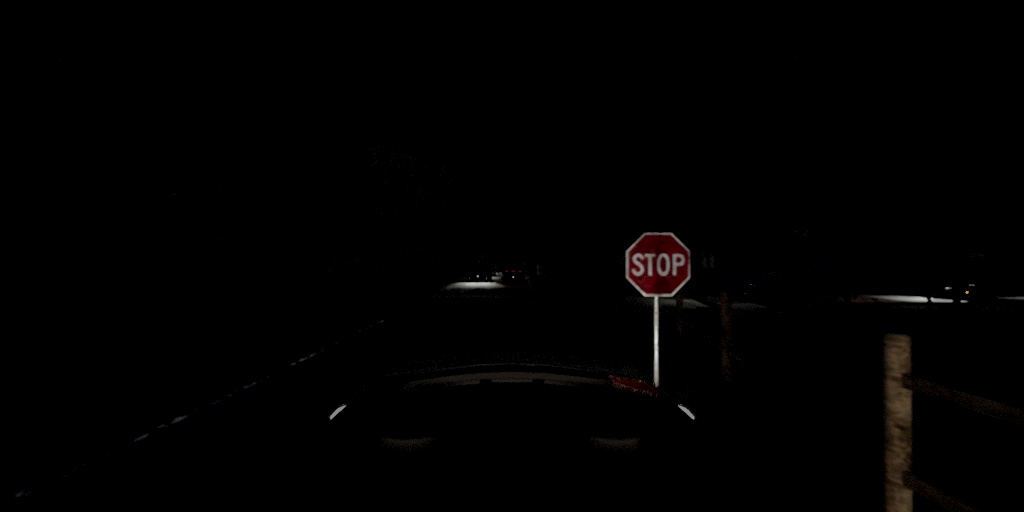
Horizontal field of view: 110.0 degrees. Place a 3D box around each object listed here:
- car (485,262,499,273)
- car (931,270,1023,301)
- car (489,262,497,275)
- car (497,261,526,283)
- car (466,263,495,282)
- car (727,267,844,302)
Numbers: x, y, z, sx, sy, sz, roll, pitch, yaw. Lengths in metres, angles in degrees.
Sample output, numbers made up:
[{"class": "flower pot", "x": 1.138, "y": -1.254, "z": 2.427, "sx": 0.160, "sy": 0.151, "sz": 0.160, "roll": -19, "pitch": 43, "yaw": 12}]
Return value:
[{"class": "car", "x": -2.809, "y": 1.615, "z": 50.961, "sx": 1.812, "sy": 1.442, "sz": 4.674, "roll": 0, "pitch": 0, "yaw": 0}, {"class": "car", "x": 22.649, "y": 1.340, "z": 17.035, "sx": 4.181, "sy": 1.385, "sz": 1.994, "roll": 0, "pitch": -1, "yaw": 0}, {"class": "car", "x": -2.825, "y": 1.532, "z": 40.733, "sx": 1.837, "sy": 1.490, "sz": 4.892, "roll": 0, "pitch": 0, "yaw": 0}, {"class": "car", "x": 0.107, "y": 1.452, "z": 30.438, "sx": 2.128, "sy": 1.511, "sz": 4.902, "roll": 0, "pitch": 0, "yaw": 0}, {"class": "car", "x": -2.830, "y": 1.534, "z": 31.871, "sx": 1.994, "sy": 1.385, "sz": 4.181, "roll": 0, "pitch": 0, "yaw": 1}, {"class": "car", "x": 12.764, "y": 1.294, "z": 16.831, "sx": 5.008, "sy": 1.535, "sz": 1.882, "roll": 0, "pitch": -1, "yaw": -2}]
